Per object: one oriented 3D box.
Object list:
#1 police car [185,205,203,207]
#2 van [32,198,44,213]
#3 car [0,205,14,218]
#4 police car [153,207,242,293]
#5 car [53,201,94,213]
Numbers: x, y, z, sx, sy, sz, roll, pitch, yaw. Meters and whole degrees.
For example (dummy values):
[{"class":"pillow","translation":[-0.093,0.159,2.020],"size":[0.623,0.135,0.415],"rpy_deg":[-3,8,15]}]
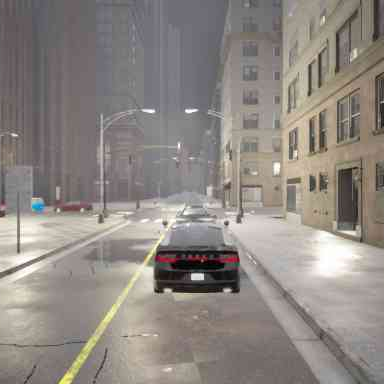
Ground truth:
[{"class":"police car","translation":[0.128,1.510,18.581],"size":[2.038,1.542,4.974],"rpy_deg":[0,0,0]},{"class":"van","translation":[-19.568,1.591,39.185],"size":[3.998,1.788,1.690],"rpy_deg":[-1,0,0]},{"class":"car","translation":[-19.599,1.524,30.659],"size":[5.009,1.841,2.192],"rpy_deg":[-1,0,0]},{"class":"police car","translation":[0.111,1.427,8.977],"size":[1.930,1.638,5.238],"rpy_deg":[0,0,0]},{"class":"car","translation":[-13.941,1.727,39.160],"size":[4.507,1.381,1.887],"rpy_deg":[-1,0,0]}]
